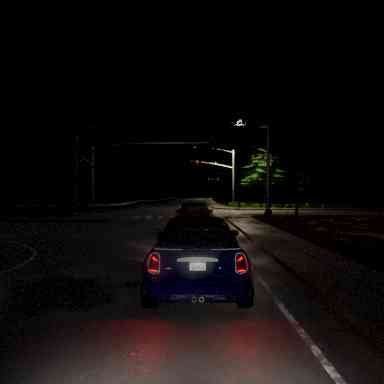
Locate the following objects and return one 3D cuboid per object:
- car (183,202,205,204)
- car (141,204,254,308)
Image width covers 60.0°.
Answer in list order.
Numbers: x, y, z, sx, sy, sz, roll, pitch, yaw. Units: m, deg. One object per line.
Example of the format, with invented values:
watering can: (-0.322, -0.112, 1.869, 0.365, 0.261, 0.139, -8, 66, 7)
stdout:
car: (0.106, 1.338, 18.181, 2.097, 1.767, 4.553, 0, 0, 0)
car: (0.101, 1.347, 8.060, 2.097, 1.767, 4.553, 0, 0, 0)
